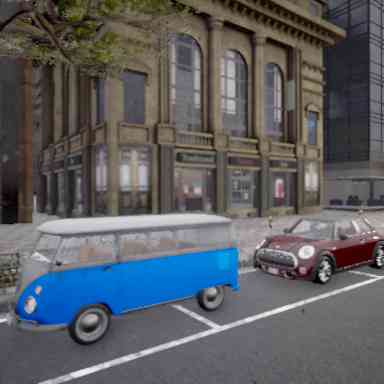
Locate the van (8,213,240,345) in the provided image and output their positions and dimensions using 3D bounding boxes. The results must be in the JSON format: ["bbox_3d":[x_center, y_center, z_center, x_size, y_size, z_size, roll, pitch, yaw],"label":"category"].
[{"bbox_3d":[-0.962,1.331,6.079,3.998,1.788,1.690,0,0,-36],"label":"van"}]

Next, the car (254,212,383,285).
[{"bbox_3d":[3.629,1.407,9.354,4.097,1.590,1.967,0,0,-36],"label":"car"}]
